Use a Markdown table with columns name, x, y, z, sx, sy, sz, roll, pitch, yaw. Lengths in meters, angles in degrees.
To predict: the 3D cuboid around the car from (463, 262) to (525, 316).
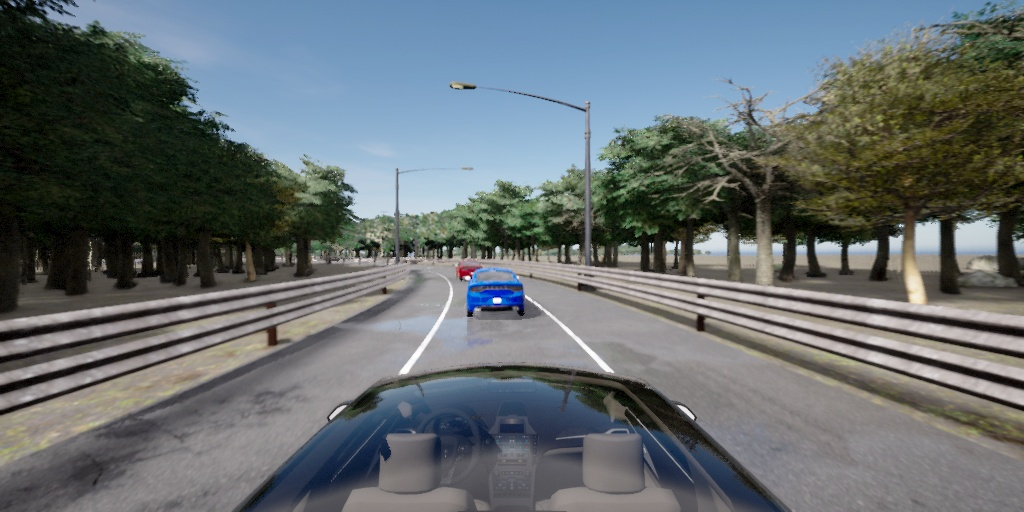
| name | x | y | z | sx | sy | sz | roll | pitch | yaw |
| --- | --- | --- | --- | --- | --- | --- | --- | --- | --- |
| car | -0.699 | 1.168 | 13.220 | 1.882 | 1.535 | 5.008 | 0 | 0 | -6 |

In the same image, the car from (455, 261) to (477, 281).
| name | x | y | z | sx | sy | sz | roll | pitch | yaw |
| --- | --- | --- | --- | --- | --- | --- | --- | --- | --- |
| car | -3.493 | 1.104 | 28.912 | 1.882 | 1.535 | 5.008 | 0 | 0 | -14 |
